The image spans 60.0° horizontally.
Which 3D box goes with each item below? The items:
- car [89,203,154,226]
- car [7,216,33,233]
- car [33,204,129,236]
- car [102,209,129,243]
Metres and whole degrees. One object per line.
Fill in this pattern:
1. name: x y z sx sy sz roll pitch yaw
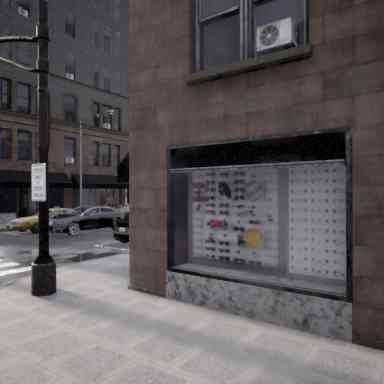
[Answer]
1. car: -5.008 1.585 24.256 2.008 1.369 4.403 0 0 35
2. car: -8.250 1.555 19.711 1.752 1.417 4.829 0 0 35
3. car: -5.868 1.511 18.694 2.128 1.511 4.902 0 0 36
4. car: -1.622 1.561 15.182 1.947 1.339 4.313 0 0 35
